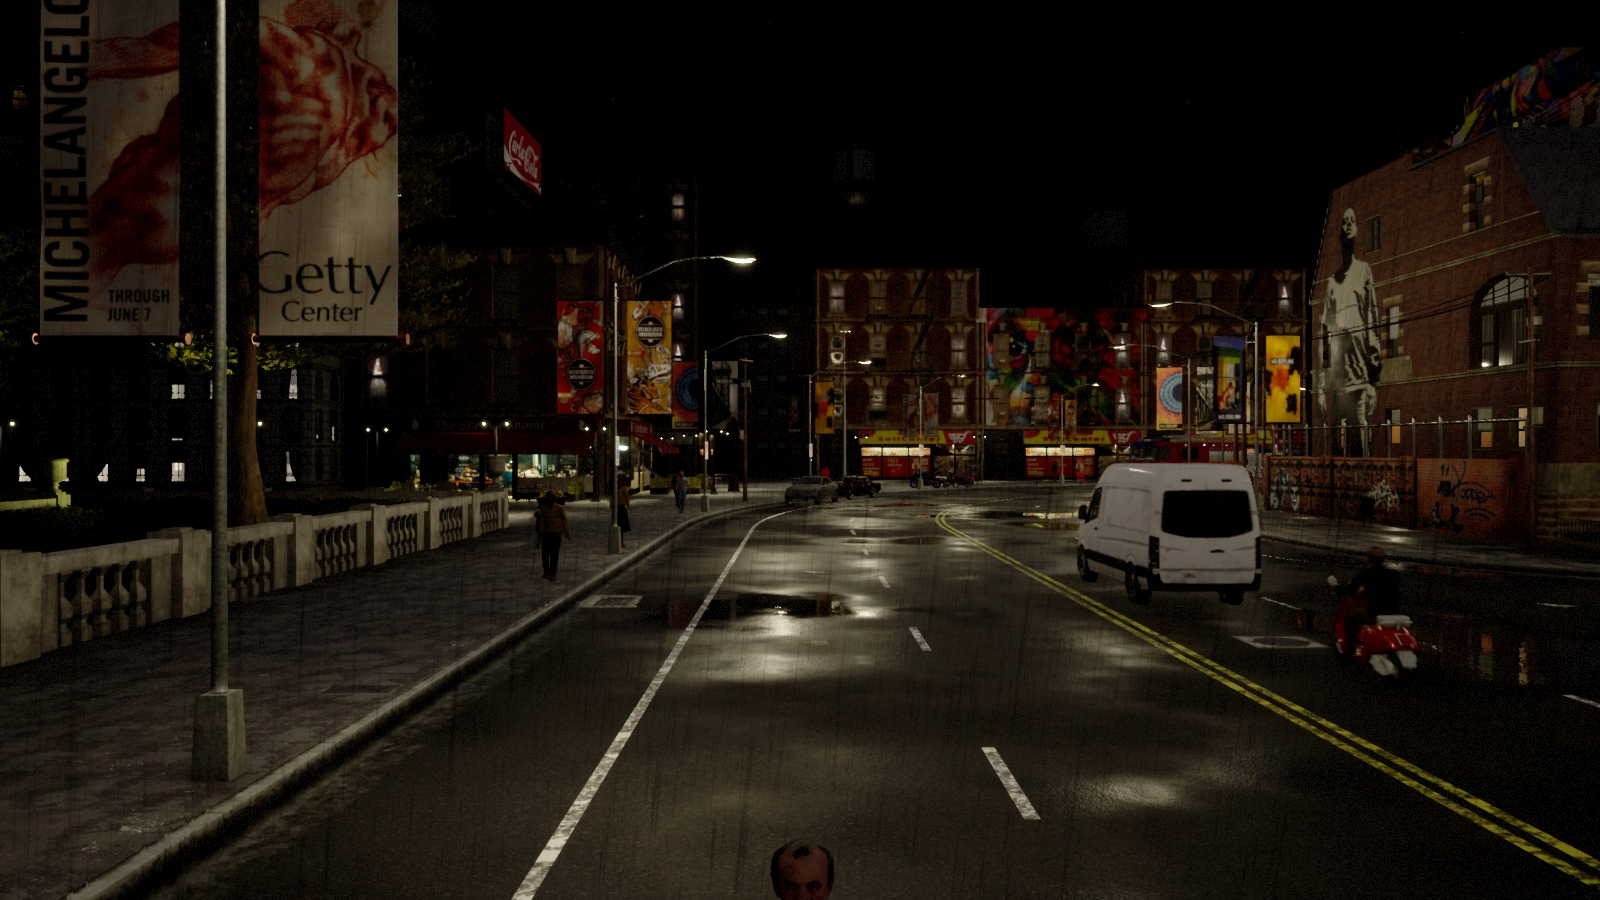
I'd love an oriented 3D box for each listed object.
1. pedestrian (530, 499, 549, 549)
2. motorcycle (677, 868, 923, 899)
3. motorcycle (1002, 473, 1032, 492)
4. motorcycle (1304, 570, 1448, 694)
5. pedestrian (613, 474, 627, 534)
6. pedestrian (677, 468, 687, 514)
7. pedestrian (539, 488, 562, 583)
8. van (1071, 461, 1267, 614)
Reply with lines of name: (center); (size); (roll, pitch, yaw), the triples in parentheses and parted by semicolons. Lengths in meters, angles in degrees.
pedestrian: (-6.982, 1.978, 30.620); (0.375, 1.300, 0.375); (0, 0, 14)
motorcycle: (-0.002, 2.182, 3.374); (0.856, 1.236, 1.805); (0, 0, 0)
motorcycle: (14.523, 2.182, 76.532); (1.805, 1.236, 0.856); (0, 1, -9)
motorcycle: (7.012, 2.182, 14.027); (0.856, 1.236, 1.805); (0, 0, 0)
pedestrian: (-5.630, 1.696, 35.724); (0.375, 1.860, 0.375); (0, 0, 4)
pedestrian: (-4.883, 1.696, 47.174); (0.375, 1.860, 0.375); (0, 0, 1)
pedestrian: (-4.957, 1.696, 22.709); (0.375, 1.860, 0.375); (0, 0, 2)
van: (7.044, 1.534, 22.603); (1.988, 2.561, 5.915); (0, 0, 0)
